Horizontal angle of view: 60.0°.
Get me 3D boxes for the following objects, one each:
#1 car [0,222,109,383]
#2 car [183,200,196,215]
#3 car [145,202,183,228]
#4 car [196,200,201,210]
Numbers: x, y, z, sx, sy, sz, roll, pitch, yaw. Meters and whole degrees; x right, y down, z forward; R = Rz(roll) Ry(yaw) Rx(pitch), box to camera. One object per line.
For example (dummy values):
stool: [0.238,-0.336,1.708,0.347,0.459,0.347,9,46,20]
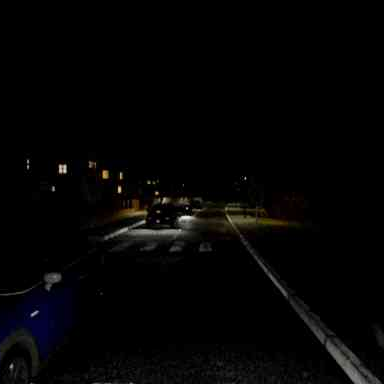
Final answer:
car: [-2.712,1.366,4.634,2.097,1.767,4.553,0,0,1]
car: [-1.023,1.776,36.253,1.895,1.301,4.718,0,0,5]
car: [-1.964,1.588,23.091,1.837,1.490,4.892,0,0,3]
car: [0.338,1.847,49.750,2.033,1.411,5.357,0,-1,7]
